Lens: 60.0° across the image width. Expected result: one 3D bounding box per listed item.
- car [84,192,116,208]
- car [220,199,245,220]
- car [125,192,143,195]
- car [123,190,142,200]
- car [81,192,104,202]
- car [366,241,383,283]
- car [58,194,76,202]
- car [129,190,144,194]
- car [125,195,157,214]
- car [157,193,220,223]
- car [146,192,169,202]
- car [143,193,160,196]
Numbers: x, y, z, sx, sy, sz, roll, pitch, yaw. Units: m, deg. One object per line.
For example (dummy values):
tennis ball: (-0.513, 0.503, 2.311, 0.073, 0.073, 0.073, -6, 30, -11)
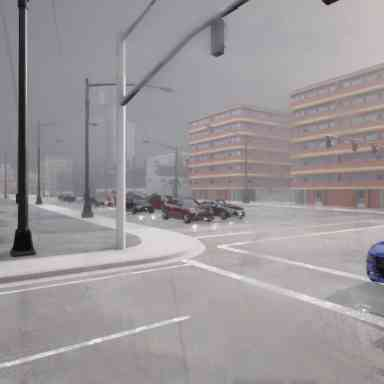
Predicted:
car: (-11.218, 1.060, 40.367, 2.128, 1.511, 4.902, 0, 1, -34)
car: (2.214, 1.357, 26.871, 2.128, 1.511, 4.902, 0, 1, -35)
car: (-8.412, 1.129, 42.466, 1.994, 1.385, 4.181, 0, 1, -34)
car: (-11.870, 0.556, 66.323, 2.097, 1.767, 4.553, 0, 1, -34)
car: (-16.150, 0.813, 53.931, 2.128, 1.511, 4.902, 0, 1, -34)
car: (6.425, 1.461, 8.549, 5.008, 1.535, 1.882, -1, 1, -35)
car: (-20.147, 0.899, 53.615, 1.895, 1.301, 4.718, 0, 1, -34)
car: (-8.899, 0.858, 55.760, 2.128, 1.511, 4.902, 0, 1, -34)
car: (-5.210, 1.317, 31.554, 1.994, 1.385, 4.181, 0, 1, -34)
car: (-0.351, 1.227, 24.425, 2.097, 1.767, 4.553, 0, 1, -34)
car: (-6.008, 0.871, 57.733, 1.837, 1.490, 4.892, 0, 1, -34)
car: (-2.789, 1.092, 34.216, 2.097, 1.767, 4.553, 0, 1, -34)
